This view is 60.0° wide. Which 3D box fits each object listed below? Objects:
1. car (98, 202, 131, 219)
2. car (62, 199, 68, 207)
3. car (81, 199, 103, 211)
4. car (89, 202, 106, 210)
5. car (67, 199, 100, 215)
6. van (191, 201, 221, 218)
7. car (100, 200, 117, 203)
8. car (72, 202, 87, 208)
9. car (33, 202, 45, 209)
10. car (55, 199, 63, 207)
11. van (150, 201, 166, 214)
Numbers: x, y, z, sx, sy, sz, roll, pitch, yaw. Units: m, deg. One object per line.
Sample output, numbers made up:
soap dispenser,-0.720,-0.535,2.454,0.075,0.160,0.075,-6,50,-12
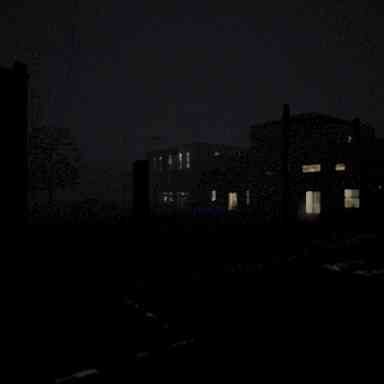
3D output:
car,-8.512,2.211,37.407,1.752,1.417,4.829,-1,0,-36
car,-28.650,2.871,79.131,1.752,1.417,4.829,-1,0,-36
car,-18.279,2.263,60.552,2.150,2.045,5.566,0,-1,-36
car,-18.535,2.685,65.283,1.802,1.307,4.206,-1,0,-36
car,-15.292,2.163,46.686,2.192,1.841,5.009,-1,0,-36
van,1.489,1.964,37.863,1.690,1.788,3.998,-1,0,-36
car,-15.202,2.338,60.714,2.192,1.841,5.009,-1,0,-36
car,-25.211,2.845,74.424,1.802,1.307,4.206,-1,0,-36
car,-31.878,2.771,69.398,1.752,1.417,4.829,-1,0,-36
car,-31.892,2.739,83.565,2.192,1.841,5.009,-1,0,-36
van,-5.187,2.124,47.003,1.690,1.788,3.998,-1,0,-36
